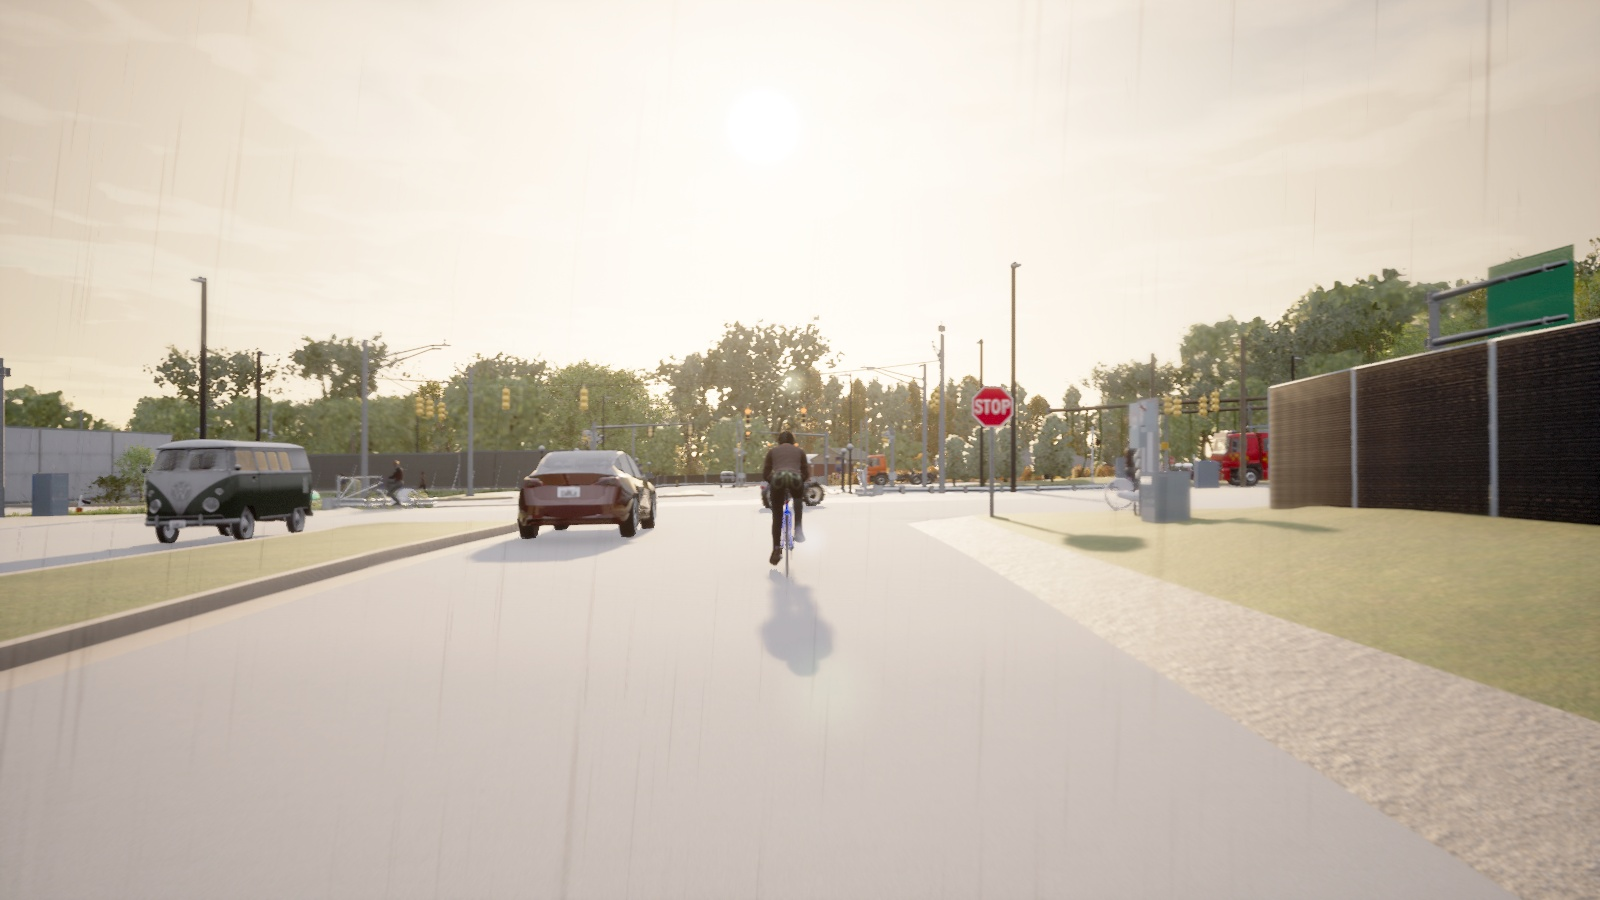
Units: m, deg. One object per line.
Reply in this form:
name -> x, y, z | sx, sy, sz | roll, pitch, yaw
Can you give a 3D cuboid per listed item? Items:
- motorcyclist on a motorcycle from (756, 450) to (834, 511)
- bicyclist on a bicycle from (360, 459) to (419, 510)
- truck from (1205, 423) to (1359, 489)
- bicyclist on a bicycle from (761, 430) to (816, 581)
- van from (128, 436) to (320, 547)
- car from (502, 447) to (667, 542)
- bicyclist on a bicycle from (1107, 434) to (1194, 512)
motorcyclist on a motorcycle -> -0.132, 0.844, 35.667 | 2.350, 1.649, 0.766 | 0, 1, -44
bicyclist on a bicycle -> -14.510, 1.228, 44.398 | 1.843, 1.776, 0.659 | -1, -2, 0
truck -> 30.380, 0.386, 79.370 | 8.468, 3.827, 2.891 | -1, -1, -1
bicyclist on a bicycle -> -0.133, 0.598, 14.323 | 0.582, 1.620, 1.656 | 0, 0, -1
van -> -11.379, 0.784, 25.180 | 1.775, 1.987, 4.442 | -2, -1, 0
car -> -3.718, 0.754, 22.562 | 2.163, 1.488, 4.792 | -1, -1, 0
bicyclist on a bicycle -> 8.262, 0.546, 29.650 | 1.843, 1.776, 0.659 | -1, 0, -2
